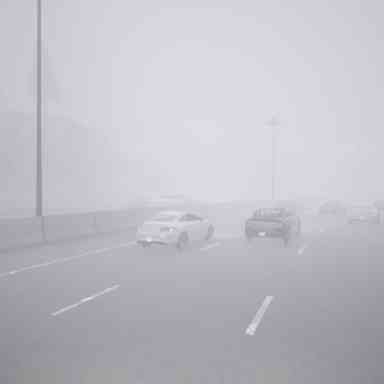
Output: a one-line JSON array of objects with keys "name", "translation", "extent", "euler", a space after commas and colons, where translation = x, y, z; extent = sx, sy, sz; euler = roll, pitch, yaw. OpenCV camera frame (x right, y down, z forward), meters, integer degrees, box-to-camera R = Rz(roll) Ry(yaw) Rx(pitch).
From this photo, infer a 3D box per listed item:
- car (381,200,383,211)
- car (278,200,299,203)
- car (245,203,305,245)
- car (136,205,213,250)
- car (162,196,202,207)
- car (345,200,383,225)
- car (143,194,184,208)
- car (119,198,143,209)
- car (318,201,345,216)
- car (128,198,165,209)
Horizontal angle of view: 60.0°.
[{"name": "car", "translation": [20.763, 1.546, 36.138], "extent": [2.033, 1.411, 5.357], "euler": [0, 0, 38]}, {"name": "car", "translation": [9.559, 1.488, 32.449], "extent": [2.128, 1.511, 4.902], "euler": [0, 0, 33]}, {"name": "car", "translation": [3.945, 1.490, 15.803], "extent": [2.128, 1.511, 4.902], "euler": [0, 0, 26]}, {"name": "car", "translation": [-0.605, 1.524, 14.424], "extent": [1.812, 1.442, 4.674], "euler": [0, 0, 25]}, {"name": "car", "translation": [-0.661, 1.488, 36.350], "extent": [2.128, 1.511, 4.902], "euler": [0, 0, 33]}, {"name": "car", "translation": [12.465, 1.525, 23.980], "extent": [1.812, 1.442, 4.674], "euler": [0, 0, 31]}, {"name": "car", "translation": [-2.814, 1.218, 39.502], "extent": [2.150, 2.045, 5.566], "euler": [0, 0, 33]}, {"name": "car", "translation": [-6.620, 1.487, 40.012], "extent": [2.128, 1.511, 4.902], "euler": [0, 0, 33]}, {"name": "car", "translation": [13.724, 1.561, 32.385], "extent": [1.994, 1.385, 4.181], "euler": [0, 0, 34]}, {"name": "car", "translation": [-6.327, 1.543, 46.789], "extent": [2.033, 1.411, 5.357], "euler": [0, 0, 35]}]
